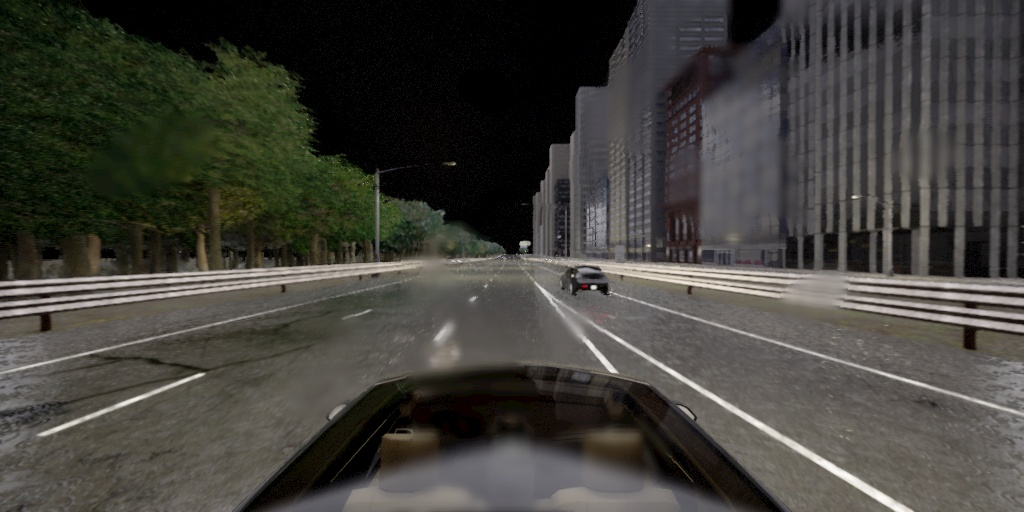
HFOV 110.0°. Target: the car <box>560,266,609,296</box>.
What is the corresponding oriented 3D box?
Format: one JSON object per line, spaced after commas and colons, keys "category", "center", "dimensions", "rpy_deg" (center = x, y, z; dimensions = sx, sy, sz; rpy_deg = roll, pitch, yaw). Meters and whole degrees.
{"category": "car", "center": [3.819, 1.268, 19.512], "dimensions": [1.837, 1.490, 4.892], "rpy_deg": [0, 0, -2]}
